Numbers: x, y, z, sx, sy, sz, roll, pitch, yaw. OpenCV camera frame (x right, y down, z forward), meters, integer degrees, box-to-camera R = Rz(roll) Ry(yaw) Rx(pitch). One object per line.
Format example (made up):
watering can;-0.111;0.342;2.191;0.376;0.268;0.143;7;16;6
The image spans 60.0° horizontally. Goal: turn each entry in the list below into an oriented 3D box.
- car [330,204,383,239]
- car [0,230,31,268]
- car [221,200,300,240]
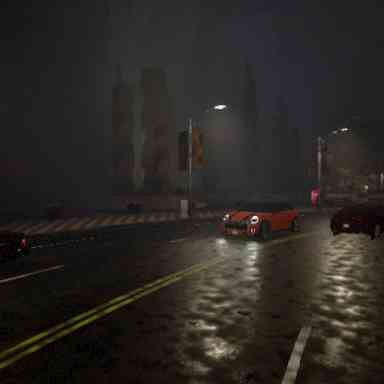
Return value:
car;8.717;1.344;16.580;5.008;1.535;1.882;0;0;-43
car;-6.585;1.472;7.840;2.033;1.411;5.357;0;1;25
car;3.471;1.214;16.462;2.097;1.767;4.553;1;1;44
